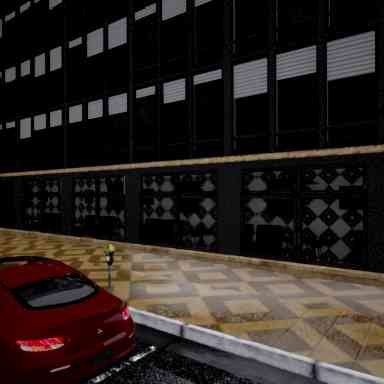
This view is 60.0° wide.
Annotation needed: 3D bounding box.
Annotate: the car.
[{"bbox_3d":[-2.627,1.582,4.701,4.206,1.307,1.802,0,0,35],"label":"car"}]
